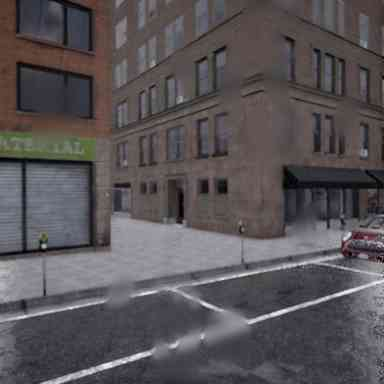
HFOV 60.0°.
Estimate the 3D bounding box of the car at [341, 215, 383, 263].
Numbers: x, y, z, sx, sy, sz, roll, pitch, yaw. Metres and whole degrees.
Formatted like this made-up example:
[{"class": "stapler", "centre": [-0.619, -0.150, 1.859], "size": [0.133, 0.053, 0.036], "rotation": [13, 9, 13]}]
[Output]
[{"class": "car", "centre": [7.036, 1.516, 11.658], "size": [4.097, 1.590, 1.967], "rotation": [0, -1, -35]}]
